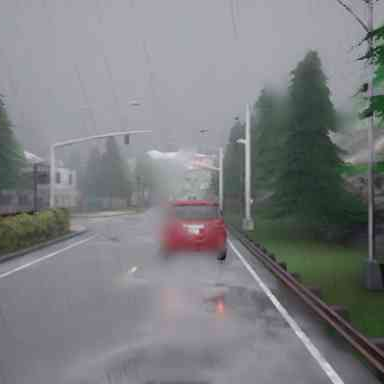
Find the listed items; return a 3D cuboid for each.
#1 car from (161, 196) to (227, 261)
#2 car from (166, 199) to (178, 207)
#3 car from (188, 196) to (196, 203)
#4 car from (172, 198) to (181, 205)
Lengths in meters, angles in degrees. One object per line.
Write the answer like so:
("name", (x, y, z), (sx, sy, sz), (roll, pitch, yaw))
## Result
("car", (0.069, 1.317, 12.759), (2.150, 2.045, 5.566), (0, -1, 0))
("car", (-3.548, 2.014, 60.162), (1.994, 1.385, 4.181), (0, 0, 0))
("car", (-0.003, 1.942, 87.332), (2.097, 1.767, 4.553), (0, 0, 0))
("car", (-3.503, 2.119, 75.637), (1.994, 1.385, 4.181), (0, 0, 0))
